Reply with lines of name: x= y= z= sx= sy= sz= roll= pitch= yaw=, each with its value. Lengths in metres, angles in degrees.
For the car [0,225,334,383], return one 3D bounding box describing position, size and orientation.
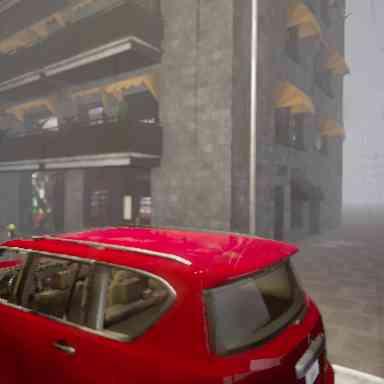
car: x=-1.124 y=1.313 z=3.661 sx=5.009 sy=1.841 sz=2.192 roll=0 pitch=1 yaw=36
